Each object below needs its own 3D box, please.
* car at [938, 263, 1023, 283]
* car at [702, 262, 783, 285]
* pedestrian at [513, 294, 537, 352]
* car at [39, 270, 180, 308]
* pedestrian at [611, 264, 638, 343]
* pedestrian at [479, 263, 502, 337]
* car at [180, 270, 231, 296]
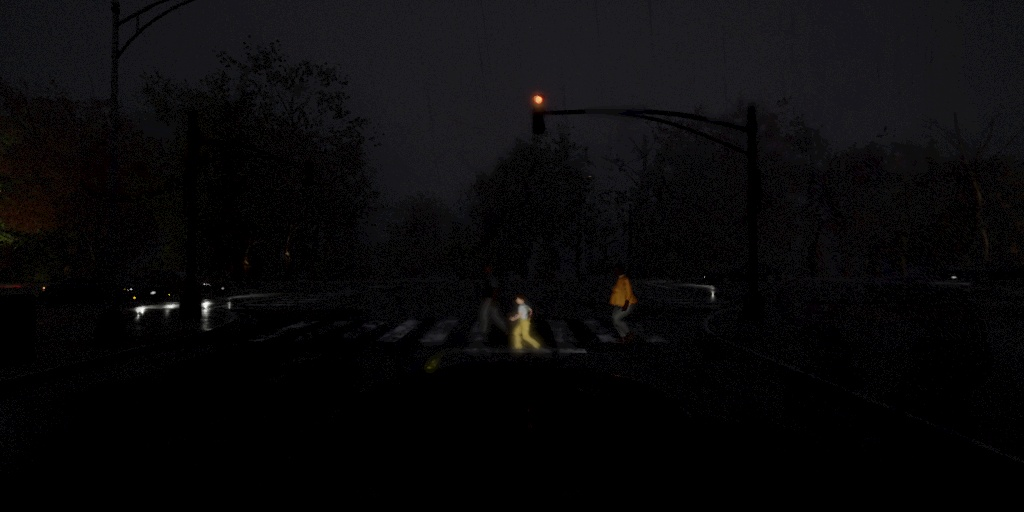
[{"bbox_3d":[31.557,1.087,23.710,4.718,1.301,1.895,-1,-1,2],"label":"car"},{"bbox_3d":[15.494,1.156,24.257,4.892,1.490,1.837,-1,-1,2],"label":"car"},{"bbox_3d":[0.268,1.325,7.504,0.375,1.300,0.375,1,-1,1],"label":"pedestrian"},{"bbox_3d":[-17.347,1.415,15.413,4.181,1.385,1.994,-1,-1,2],"label":"car"},{"bbox_3d":[2.527,1.045,8.084,0.375,1.860,0.375,1,-1,1],"label":"pedestrian"},{"bbox_3d":[-0.518,1.030,8.717,0.375,1.860,0.375,1,-1,1],"label":"pedestrian"},{"bbox_3d":[-17.374,1.422,18.671,4.674,1.442,1.812,-1,-1,1],"label":"car"}]
